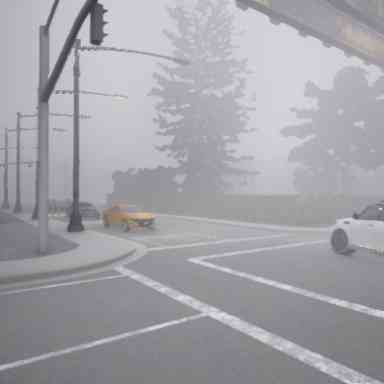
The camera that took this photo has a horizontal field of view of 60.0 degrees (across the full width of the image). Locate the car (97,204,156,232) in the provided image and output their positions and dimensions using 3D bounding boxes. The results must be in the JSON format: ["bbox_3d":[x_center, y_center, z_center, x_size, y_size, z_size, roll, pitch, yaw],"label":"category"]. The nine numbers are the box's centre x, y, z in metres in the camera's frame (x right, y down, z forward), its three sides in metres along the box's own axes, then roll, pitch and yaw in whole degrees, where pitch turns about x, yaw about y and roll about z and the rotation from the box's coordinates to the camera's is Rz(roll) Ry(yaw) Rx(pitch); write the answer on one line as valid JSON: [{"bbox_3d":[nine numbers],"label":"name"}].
[{"bbox_3d":[-4.050,1.528,21.084,1.882,1.535,5.008,0,0,-35],"label":"car"}]

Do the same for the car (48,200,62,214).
[{"bbox_3d":[-15.154,1.614,36.836,1.994,1.385,4.181,0,0,-35],"label":"car"}]

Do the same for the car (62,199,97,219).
[{"bbox_3d":[-9.452,1.576,28.750,1.812,1.442,4.674,0,0,-35],"label":"car"}]

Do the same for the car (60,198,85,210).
[{"bbox_3d":[-16.035,1.596,44.458,1.812,1.442,4.674,0,0,-36],"label":"car"}]

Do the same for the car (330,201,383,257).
[{"bbox_3d":[6.611,1.286,10.408,2.150,2.045,5.566,2,-1,-7],"label":"car"}]
